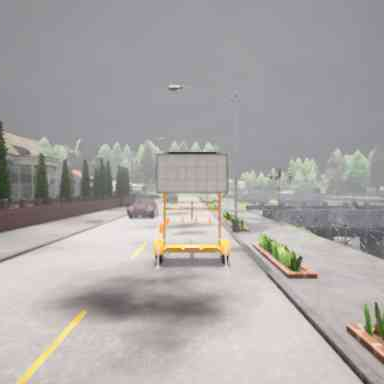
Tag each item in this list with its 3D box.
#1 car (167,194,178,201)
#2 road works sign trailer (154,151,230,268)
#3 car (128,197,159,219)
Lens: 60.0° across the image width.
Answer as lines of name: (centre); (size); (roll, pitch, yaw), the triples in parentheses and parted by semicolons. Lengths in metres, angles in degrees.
car: (-3.989, 1.139, 68.974); (2.150, 2.045, 5.566); (0, 0, 0)
road works sign trailer: (0.002, 0.451, 11.160); (2.380, 3.560, 2.880); (0, 0, 0)
car: (-4.091, 1.318, 28.443); (2.097, 1.767, 4.553); (0, 0, 0)
